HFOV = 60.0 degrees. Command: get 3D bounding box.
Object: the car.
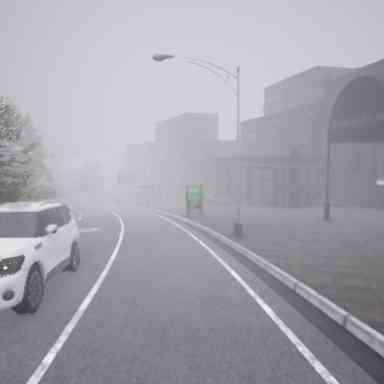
[{"bbox_3d":[-4.236,1.298,7.934,2.150,2.045,5.566,-1,0,-7],"label":"car"}]
